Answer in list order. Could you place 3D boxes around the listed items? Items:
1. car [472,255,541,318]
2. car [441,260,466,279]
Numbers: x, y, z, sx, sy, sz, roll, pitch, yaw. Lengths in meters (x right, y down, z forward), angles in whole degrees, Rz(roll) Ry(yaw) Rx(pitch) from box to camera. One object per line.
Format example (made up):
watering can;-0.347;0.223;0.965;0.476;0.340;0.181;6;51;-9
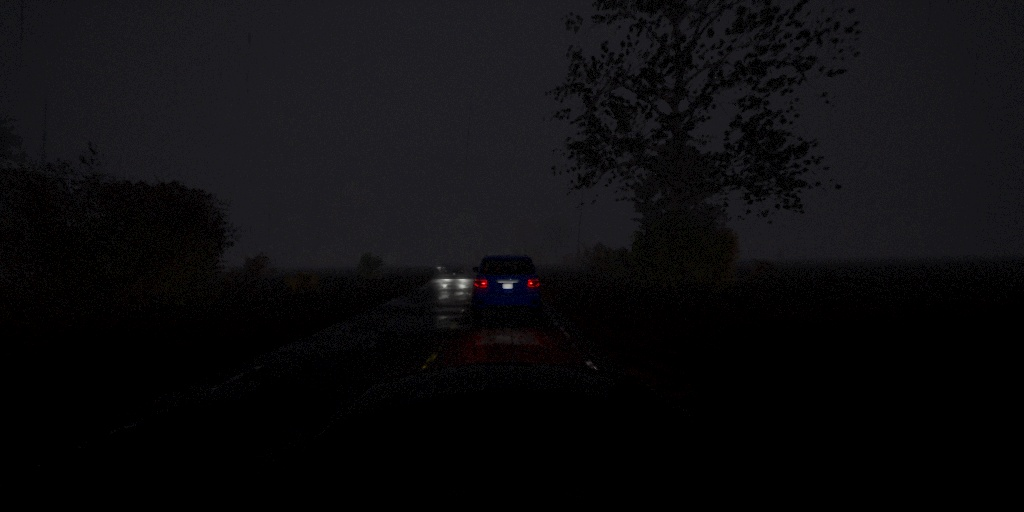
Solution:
car;-0.255;0.981;13.155;2.150;2.045;5.566;0;0;-3
car;-5.446;1.339;33.992;1.812;1.442;4.674;0;0;-8
